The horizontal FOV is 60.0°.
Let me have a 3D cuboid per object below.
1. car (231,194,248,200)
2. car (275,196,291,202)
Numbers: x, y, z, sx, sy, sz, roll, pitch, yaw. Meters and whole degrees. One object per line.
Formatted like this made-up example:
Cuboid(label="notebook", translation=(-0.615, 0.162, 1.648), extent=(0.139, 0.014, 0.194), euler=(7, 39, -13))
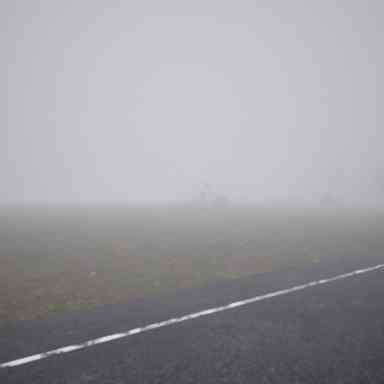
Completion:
Cuboid(label="car", translation=(11.093, 1.302, 80.523), extent=(2.033, 1.411, 5.357), euler=(0, 0, -34))
Cuboid(label="car", translation=(18.526, 1.439, 69.448), extent=(2.033, 1.411, 5.357), euler=(0, 0, -34))
